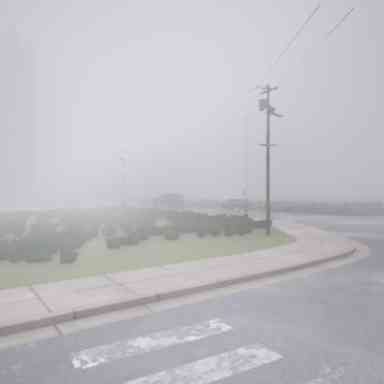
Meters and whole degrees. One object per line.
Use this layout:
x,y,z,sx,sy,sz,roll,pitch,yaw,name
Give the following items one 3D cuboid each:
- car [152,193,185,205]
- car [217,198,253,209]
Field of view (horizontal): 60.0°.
-3.398,1.123,47.998,5.566,2.045,2.150,1,0,44,car
4.769,1.427,37.582,1.837,1.490,4.892,0,0,-35,car
